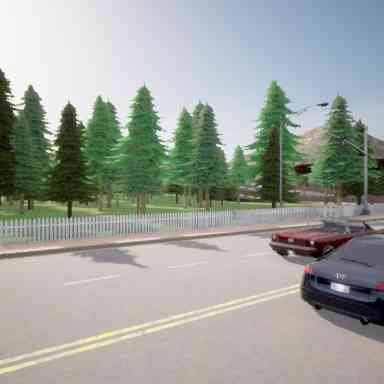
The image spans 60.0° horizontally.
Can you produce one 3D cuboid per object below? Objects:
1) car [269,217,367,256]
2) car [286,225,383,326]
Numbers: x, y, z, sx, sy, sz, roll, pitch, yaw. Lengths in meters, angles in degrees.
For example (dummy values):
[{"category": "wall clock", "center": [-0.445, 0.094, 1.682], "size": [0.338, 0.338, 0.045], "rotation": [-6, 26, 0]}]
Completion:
[{"category": "car", "center": [4.926, 1.601, 11.808], "size": [4.718, 1.301, 1.895], "rotation": [0, 0, -36]}, {"category": "car", "center": [4.102, 1.564, 6.697], "size": [4.181, 1.385, 1.994], "rotation": [0, 0, -35]}]
